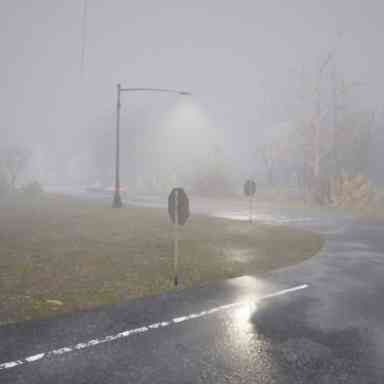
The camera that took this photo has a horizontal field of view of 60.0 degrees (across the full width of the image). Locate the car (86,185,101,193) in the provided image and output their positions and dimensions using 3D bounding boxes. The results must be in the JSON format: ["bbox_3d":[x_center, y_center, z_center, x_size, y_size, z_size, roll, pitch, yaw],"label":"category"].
[{"bbox_3d":[-17.587,-0.570,59.848,1.882,1.535,5.008,0,2,-36],"label":"car"}]

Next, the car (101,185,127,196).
[{"bbox_3d":[-11.992,-0.386,52.014,2.097,1.767,4.553,0,2,-36],"label":"car"}]
